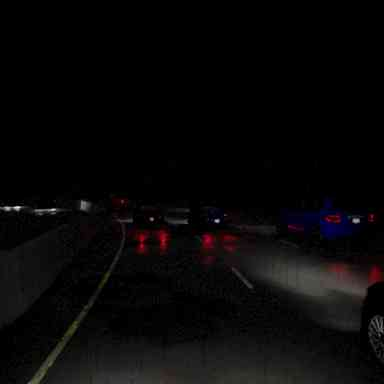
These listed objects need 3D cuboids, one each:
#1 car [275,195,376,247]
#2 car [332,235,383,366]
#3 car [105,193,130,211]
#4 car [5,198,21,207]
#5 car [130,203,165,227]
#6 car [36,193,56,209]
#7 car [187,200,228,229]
[{"bbox_3d":[5.711,1.157,15.048,2.150,2.045,5.566,0,0,-9],"label":"car"},{"bbox_3d":[3.366,1.474,2.765,2.128,1.511,4.902,0,0,-2],"label":"car"},{"bbox_3d":[-8.860,1.156,39.587,2.150,2.045,5.566,0,0,-24],"label":"car"},{"bbox_3d":[-28.161,1.607,52.238,1.994,1.385,4.181,-1,0,-32],"label":"car"},{"bbox_3d":[-3.020,1.479,22.699,1.812,1.442,4.674,0,0,-14],"label":"car"},{"bbox_3d":[-20.296,1.223,46.083,2.150,2.045,5.566,-1,0,-30],"label":"car"},{"bbox_3d":[0.948,1.463,21.227,1.812,1.442,4.674,0,0,-12],"label":"car"}]
